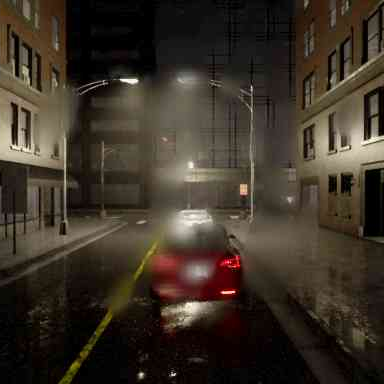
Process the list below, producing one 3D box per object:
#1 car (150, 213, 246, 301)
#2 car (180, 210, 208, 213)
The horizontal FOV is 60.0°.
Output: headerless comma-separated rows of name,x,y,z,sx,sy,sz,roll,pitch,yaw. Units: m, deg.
car,0.109,1.504,8.401,2.163,1.488,4.792,0,0,0
car,0.100,1.602,17.417,1.895,1.301,4.718,0,0,0
